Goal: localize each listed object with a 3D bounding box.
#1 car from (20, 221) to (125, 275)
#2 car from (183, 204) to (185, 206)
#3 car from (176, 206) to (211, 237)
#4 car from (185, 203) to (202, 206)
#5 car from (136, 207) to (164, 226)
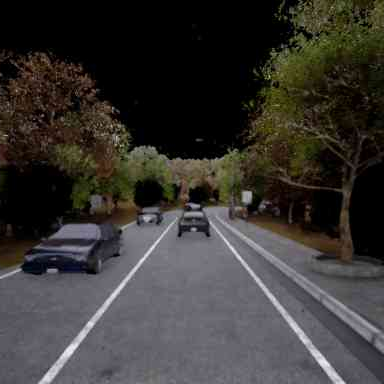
[{"bbox_3d":[-3.576,1.697,11.192,2.033,1.411,5.357,0,-1,0],"label":"car"},{"bbox_3d":[-0.412,2.752,63.430,1.882,1.535,5.008,1,-1,12],"label":"car"},{"bbox_3d":[0.100,1.859,20.608,1.837,1.490,4.892,0,-1,0],"label":"car"},{"bbox_3d":[0.547,2.343,43.800,1.882,1.535,5.008,0,-1,4],"label":"car"},{"bbox_3d":[-3.511,2.017,28.396,2.128,1.511,4.902,0,-1,0],"label":"car"}]
